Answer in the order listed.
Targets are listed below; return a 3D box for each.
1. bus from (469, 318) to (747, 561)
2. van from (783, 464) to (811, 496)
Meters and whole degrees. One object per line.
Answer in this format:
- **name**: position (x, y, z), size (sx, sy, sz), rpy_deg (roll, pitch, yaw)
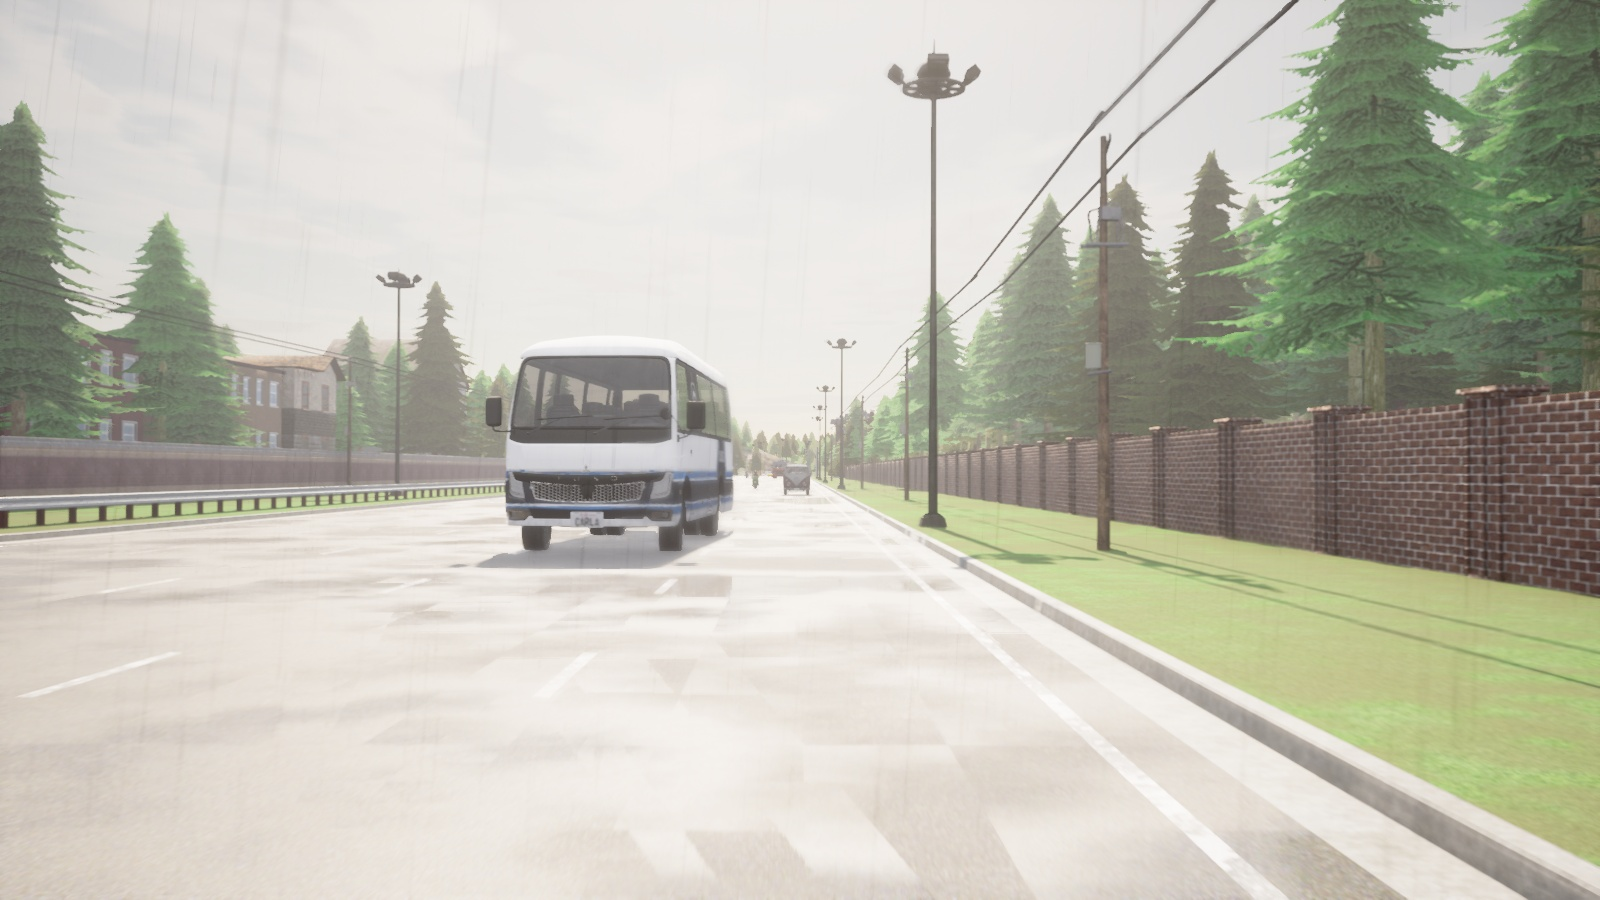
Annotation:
- **bus**: position (-3.623, -0.090, 27.301), size (3.944, 4.253, 10.273), rpy_deg (0, -1, 3)
- **van**: position (-0.197, 1.936, 81.730), size (1.775, 1.987, 4.442), rpy_deg (0, -1, 0)
